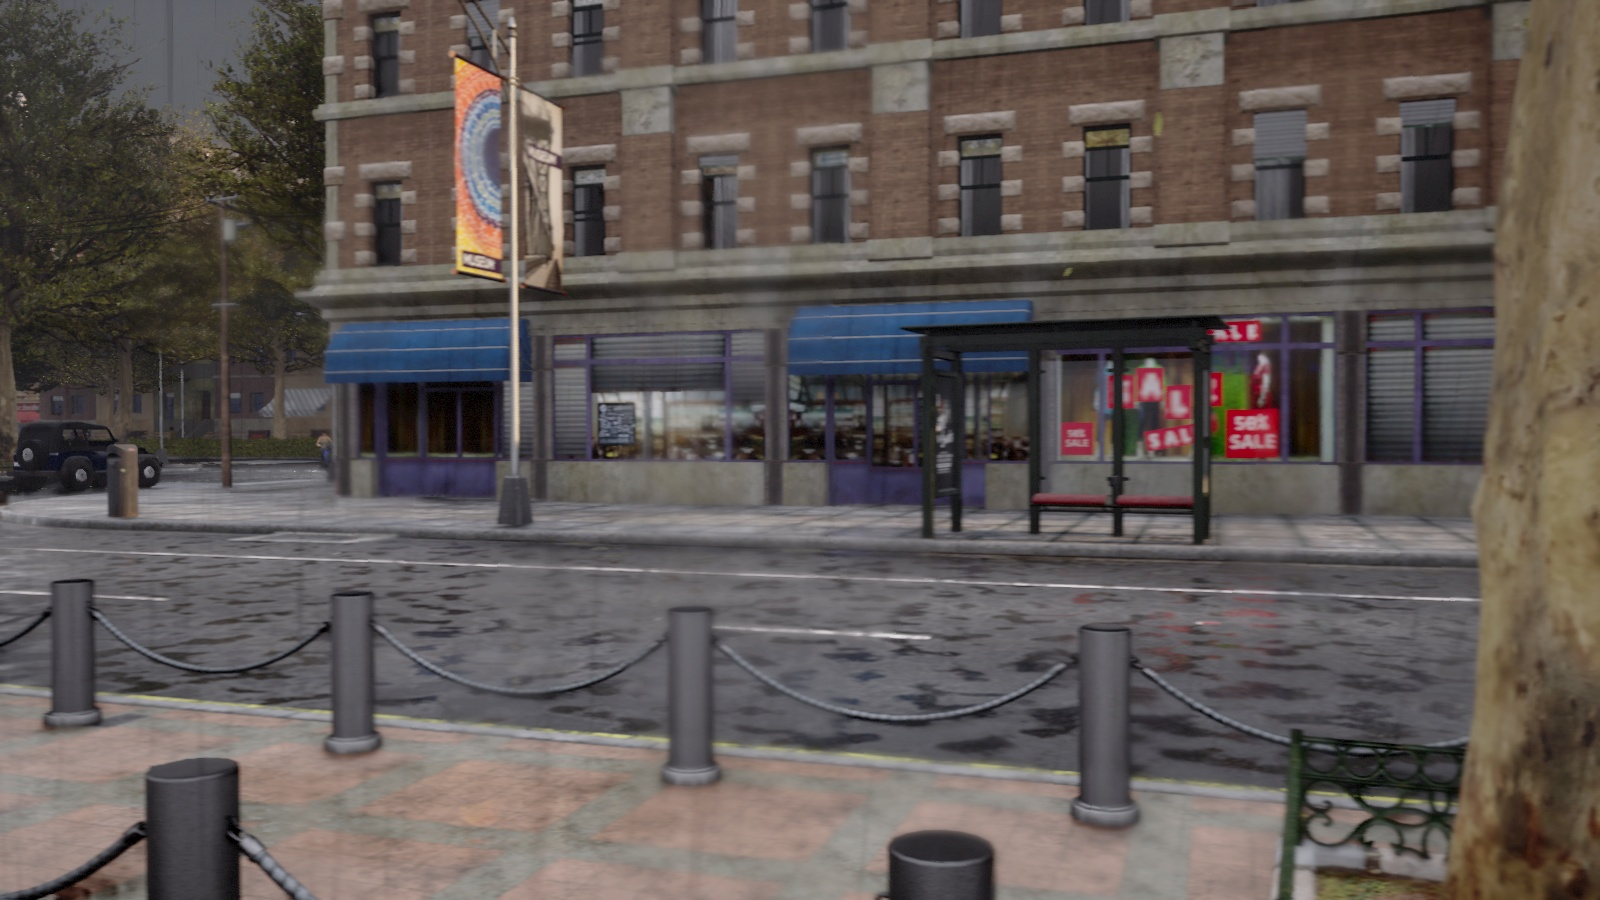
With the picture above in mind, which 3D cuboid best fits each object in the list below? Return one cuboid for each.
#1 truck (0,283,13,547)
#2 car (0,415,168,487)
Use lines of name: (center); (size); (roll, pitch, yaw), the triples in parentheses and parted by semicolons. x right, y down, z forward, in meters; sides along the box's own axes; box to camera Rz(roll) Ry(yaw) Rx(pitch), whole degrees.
truck: (-14.672, -0.476, 16.555); (7.936, 3.462, 2.891); (1, 1, 19)
car: (-19.730, -0.007, 34.667); (1.905, 1.878, 3.866); (0, 1, 17)
